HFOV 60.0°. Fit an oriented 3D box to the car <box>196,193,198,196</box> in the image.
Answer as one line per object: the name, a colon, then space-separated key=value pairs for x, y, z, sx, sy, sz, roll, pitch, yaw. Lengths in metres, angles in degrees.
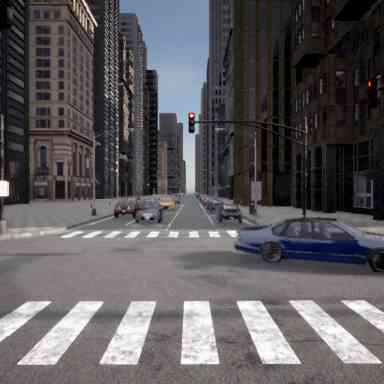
car: x=2.701 y=1.561 z=87.337 sx=1.752 sy=1.417 sz=4.829 roll=0 pitch=0 yaw=0

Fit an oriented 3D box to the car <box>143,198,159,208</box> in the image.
car: x=-5.797 y=1.589 z=47.668 sx=1.802 sy=1.307 sz=4.206 roll=0 pitch=0 yaw=0

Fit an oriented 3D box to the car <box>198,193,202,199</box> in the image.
car: x=2.716 y=1.456 z=64.604 sx=1.967 sy=1.590 sz=4.097 roll=0 pitch=0 yaw=0

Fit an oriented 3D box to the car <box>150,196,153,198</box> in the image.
car: x=-5.790 y=1.444 z=36.387 sx=1.967 sy=1.590 sz=4.097 roll=0 pitch=0 yaw=0

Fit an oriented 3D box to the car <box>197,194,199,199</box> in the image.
car: x=2.709 y=1.569 z=75.885 sx=1.887 sy=1.381 sz=4.507 roll=0 pitch=0 yaw=0

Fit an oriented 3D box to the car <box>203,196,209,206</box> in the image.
car: x=2.732 y=1.550 z=42.042 sx=1.887 sy=1.381 sz=4.507 roll=0 pitch=0 yaw=0

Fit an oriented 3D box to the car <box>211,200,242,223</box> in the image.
car: x=2.743 y=1.552 z=25.120 sx=2.008 sy=1.369 sz=4.403 roll=0 pitch=0 yaw=0

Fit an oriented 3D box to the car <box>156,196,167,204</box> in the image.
car: x=-5.809 y=1.541 z=64.420 sx=1.752 sy=1.417 sz=4.829 roll=0 pitch=0 yaw=0

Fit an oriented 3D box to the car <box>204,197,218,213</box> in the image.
car: x=2.736 y=1.554 z=36.402 sx=2.008 sy=1.369 sz=4.403 roll=0 pitch=0 yaw=0

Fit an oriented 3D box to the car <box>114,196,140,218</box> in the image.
car: x=-5.786 y=1.317 z=30.746 sx=2.192 sy=1.841 sz=5.009 roll=0 pitch=0 yaw=0

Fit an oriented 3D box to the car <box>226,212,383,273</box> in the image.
car: x=4.055 y=1.537 z=10.601 sx=5.357 sy=1.411 sz=2.033 roll=0 pitch=0 yaw=25

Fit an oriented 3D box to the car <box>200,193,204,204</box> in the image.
car: x=2.724 y=1.449 z=53.323 sx=1.967 sy=1.590 sz=4.097 roll=0 pitch=0 yaw=0

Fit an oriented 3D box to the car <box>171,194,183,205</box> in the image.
car: x=-3.041 y=1.547 z=59.860 sx=1.837 sy=1.490 sz=4.892 roll=0 pitch=0 yaw=0

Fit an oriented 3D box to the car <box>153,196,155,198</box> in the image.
car: x=-5.793 y=1.571 z=42.028 sx=1.947 sy=1.339 sz=4.313 roll=0 pitch=0 yaw=0

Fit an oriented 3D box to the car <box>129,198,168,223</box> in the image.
car: x=-3.156 y=1.491 z=25.229 sx=2.128 sy=1.511 sz=4.902 roll=0 pitch=0 yaw=-3

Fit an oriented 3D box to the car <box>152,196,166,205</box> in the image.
car: x=-5.805 y=1.452 z=58.949 sx=1.967 sy=1.590 sz=4.097 roll=0 pitch=0 yaw=0

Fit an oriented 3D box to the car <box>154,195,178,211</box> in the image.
car: x=-3.123 y=1.483 z=40.110 sx=1.882 sy=1.535 sz=5.008 roll=0 pitch=1 yaw=0
